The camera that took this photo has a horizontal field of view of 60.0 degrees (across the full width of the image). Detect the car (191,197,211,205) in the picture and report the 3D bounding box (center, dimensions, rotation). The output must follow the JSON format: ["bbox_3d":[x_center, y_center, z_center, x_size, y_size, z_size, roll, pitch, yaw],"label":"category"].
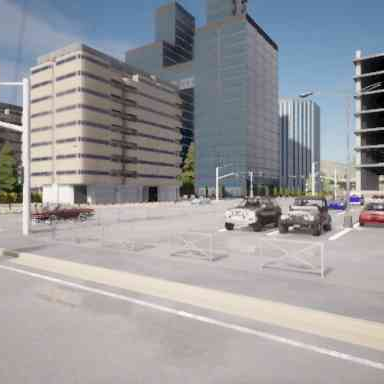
[{"bbox_3d":[1.669,1.566,60.114,1.812,1.442,4.674,0,0,34],"label":"car"}]

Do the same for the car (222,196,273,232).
[{"bbox_3d":[3.568,1.151,18.851,1.932,1.855,4.605,0,0,34],"label":"car"}]

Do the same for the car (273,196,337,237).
[{"bbox_3d":[5.936,1.153,17.186,1.905,1.878,3.866,0,0,34],"label":"car"}]

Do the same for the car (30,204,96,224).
[{"bbox_3d":[-9.475,1.529,24.624,1.895,1.301,4.718,0,0,34],"label":"car"}]

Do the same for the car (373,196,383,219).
[{"bbox_3d":[17.954,1.393,30.148,1.970,1.475,3.806,0,0,34],"label":"car"}]
